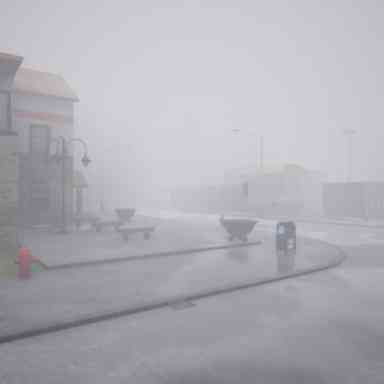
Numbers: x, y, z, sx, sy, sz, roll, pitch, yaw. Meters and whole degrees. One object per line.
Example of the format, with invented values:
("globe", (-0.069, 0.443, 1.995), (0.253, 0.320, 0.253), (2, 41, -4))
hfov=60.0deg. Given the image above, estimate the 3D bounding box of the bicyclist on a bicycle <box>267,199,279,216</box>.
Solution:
("bicyclist on a bicycle", (7.771, 1.501, 31.801), (1.656, 1.620, 0.582), (0, 0, -35))
